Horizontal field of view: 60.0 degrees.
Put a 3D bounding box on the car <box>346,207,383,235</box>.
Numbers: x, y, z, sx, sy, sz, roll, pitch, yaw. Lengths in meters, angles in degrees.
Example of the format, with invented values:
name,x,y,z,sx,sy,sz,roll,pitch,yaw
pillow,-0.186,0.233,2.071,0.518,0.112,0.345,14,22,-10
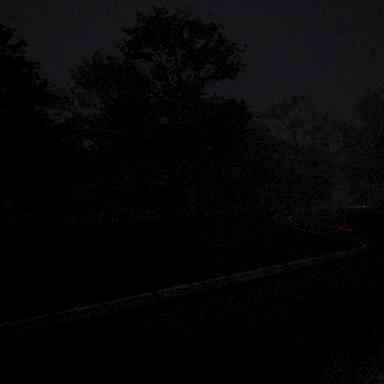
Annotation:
name,x,y,z,sx,sy,sz,roll,pitch,yaw
car,9.113,1.371,15.091,1.895,1.301,4.718,-1,0,-5
